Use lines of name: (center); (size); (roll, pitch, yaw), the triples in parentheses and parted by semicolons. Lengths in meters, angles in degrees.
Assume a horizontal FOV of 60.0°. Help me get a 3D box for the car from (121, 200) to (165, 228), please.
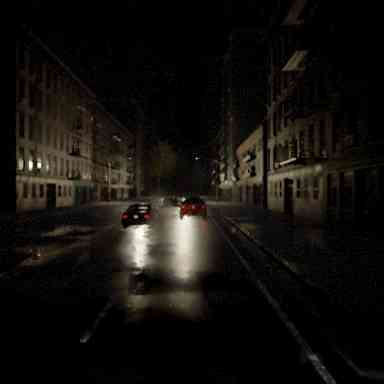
car: (-3.145, 1.438, 21.174); (2.033, 1.411, 5.357); (0, 0, 0)

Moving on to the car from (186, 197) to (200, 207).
car: (0.107, 1.369, 48.281); (1.895, 1.301, 4.718); (0, 0, 0)

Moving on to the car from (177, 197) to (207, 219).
car: (0.104, 1.210, 27.995); (2.097, 1.767, 4.553); (0, 0, 0)

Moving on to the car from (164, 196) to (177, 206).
car: (-3.143, 1.258, 48.680); (2.128, 1.511, 4.902); (0, 0, 0)
